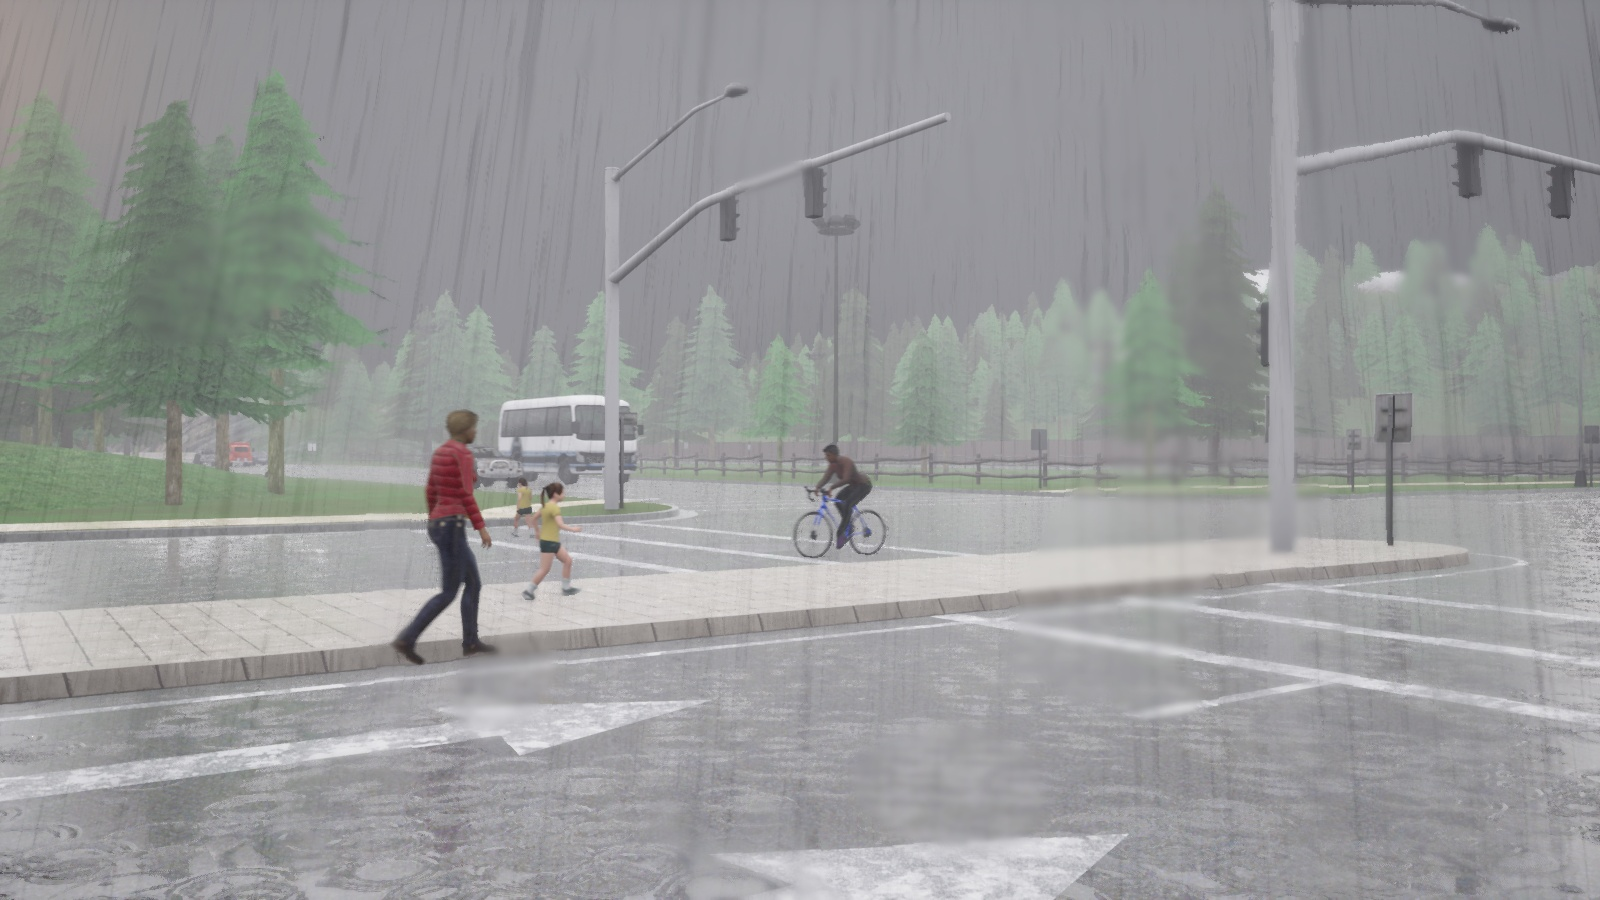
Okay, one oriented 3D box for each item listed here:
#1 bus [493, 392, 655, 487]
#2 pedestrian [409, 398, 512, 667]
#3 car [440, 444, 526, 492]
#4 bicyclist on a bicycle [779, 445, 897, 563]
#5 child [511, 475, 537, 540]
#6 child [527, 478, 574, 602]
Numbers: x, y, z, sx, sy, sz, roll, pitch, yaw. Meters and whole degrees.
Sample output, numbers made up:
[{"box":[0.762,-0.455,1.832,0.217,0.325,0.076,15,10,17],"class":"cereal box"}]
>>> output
[{"box":[-11.291,-0.457,61.530,3.944,4.253,10.273,0,0,-34],"class":"bus"},{"box":[-2.420,0.569,8.961,0.636,1.846,0.331,0,0,-34],"class":"pedestrian"},{"box":[-13.126,0.716,51.816,1.932,1.855,4.605,0,0,-34],"class":"car"},{"box":[0.555,0.741,18.019,1.656,1.620,0.582,0,0,-34],"class":"bicyclist on a bicycle"},{"box":[-4.807,0.988,21.867,0.255,1.110,0.394,0,0,-45],"class":"child"},{"box":[-2.278,0.813,11.441,0.394,1.110,0.255,0,0,-17],"class":"child"}]
